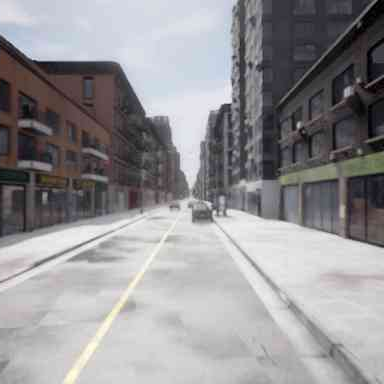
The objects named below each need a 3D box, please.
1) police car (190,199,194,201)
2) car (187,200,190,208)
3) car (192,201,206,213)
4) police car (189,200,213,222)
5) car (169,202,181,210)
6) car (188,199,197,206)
[{"bbox_3d":[0.908,2.005,41.069,1.930,1.638,5.238,0,-1,0],"label":"police car"},{"bbox_3d":[0.013,2.496,66.150,2.033,1.411,5.357,0,-1,0],"label":"car"},{"bbox_3d":[0.910,2.123,47.149,1.801,1.575,5.366,0,-1,0],"label":"car"},{"bbox_3d":[0.906,1.860,31.070,1.930,1.638,5.238,0,-1,0],"label":"police car"},{"bbox_3d":[-3.031,2.433,58.503,1.895,1.301,4.718,0,-1,1],"label":"car"},{"bbox_3d":[0.017,2.562,81.150,2.128,1.511,4.902,0,-1,0],"label":"car"}]
